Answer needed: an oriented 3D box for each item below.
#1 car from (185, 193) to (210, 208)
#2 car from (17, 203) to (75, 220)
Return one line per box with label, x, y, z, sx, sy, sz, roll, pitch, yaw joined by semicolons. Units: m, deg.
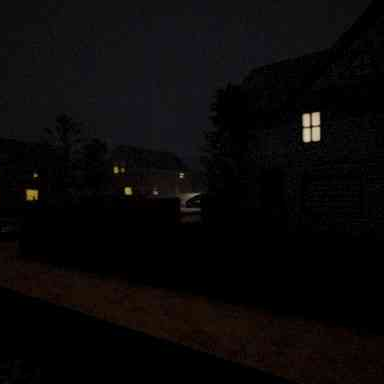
car;1.121;0.911;36.526;1.837;1.490;4.892;-1;1;36
car;-9.057;1.427;22.359;1.895;1.301;4.718;-1;1;36
